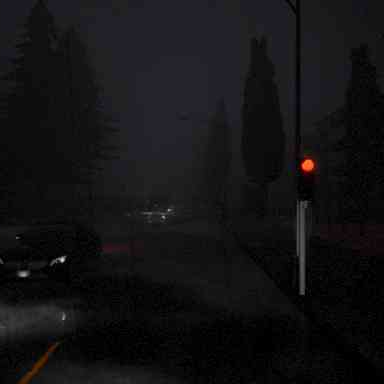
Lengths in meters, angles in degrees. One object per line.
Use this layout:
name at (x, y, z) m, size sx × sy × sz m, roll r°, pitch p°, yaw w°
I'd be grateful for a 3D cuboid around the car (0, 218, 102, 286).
car at (-3.839, 1.526, 9.613) m, size 1.812 × 1.442 × 4.674 m, roll 1°, pitch 0°, yaw -4°

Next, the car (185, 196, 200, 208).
car at (0.062, 1.351, 47.672) m, size 2.097 × 1.767 × 4.553 m, roll 0°, pitch 0°, yaw 0°

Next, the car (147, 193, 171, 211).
car at (-4.138, 1.221, 40.804) m, size 2.150 × 2.045 × 5.566 m, roll 0°, pitch 0°, yaw 0°

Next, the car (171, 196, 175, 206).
car at (-4.133, 1.221, 51.240) m, size 2.150 × 2.045 × 5.566 m, roll 0°, pitch 0°, yaw 0°

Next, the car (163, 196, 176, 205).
car at (-4.086, 1.547, 61.943) m, size 2.033 × 1.411 × 5.357 m, roll 0°, pitch 0°, yaw 0°
